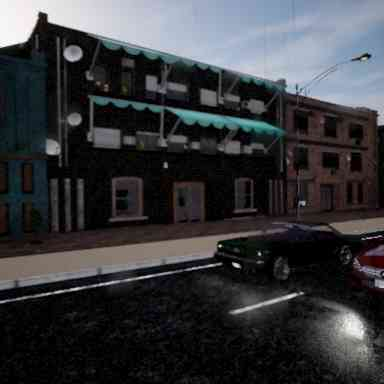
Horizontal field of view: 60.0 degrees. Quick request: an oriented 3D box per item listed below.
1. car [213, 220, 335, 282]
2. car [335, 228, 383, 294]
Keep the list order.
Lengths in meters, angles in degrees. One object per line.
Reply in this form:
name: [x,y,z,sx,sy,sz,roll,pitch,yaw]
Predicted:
car: [2.935,1.546,9.775,4.718,1.301,1.895,0,0,-36]
car: [5.494,1.466,7.608,4.674,1.442,1.812,0,0,-36]
